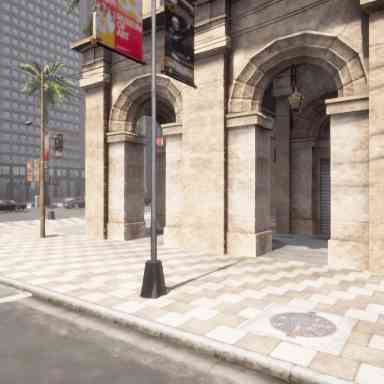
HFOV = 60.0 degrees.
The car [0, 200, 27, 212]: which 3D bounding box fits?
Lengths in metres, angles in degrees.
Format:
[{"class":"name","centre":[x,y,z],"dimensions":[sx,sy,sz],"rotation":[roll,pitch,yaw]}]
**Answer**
[{"class":"car","centre":[-21.120,1.601,37.012],"dimensions":[1.895,1.301,4.718],"rotation":[0,0,36]}]

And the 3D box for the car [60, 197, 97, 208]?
[{"class":"car","centre":[-16.515,1.513,48.729],"dimensions":[2.161,1.482,4.786],"rotation":[0,0,35]}]

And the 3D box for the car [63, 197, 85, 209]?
[{"class":"car","centre":[-15.065,1.505,45.447],"dimensions":[1.837,1.490,4.892],"rotation":[0,0,36]}]

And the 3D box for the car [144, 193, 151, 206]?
[{"class":"car","centre":[-9.000,1.221,53.879],"dimensions":[2.150,2.045,5.566],"rotation":[0,0,35]}]
